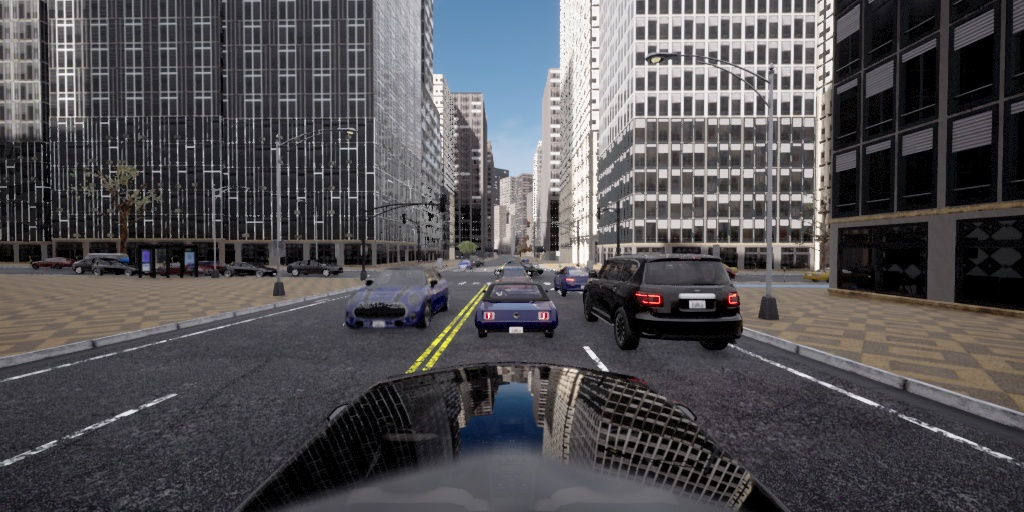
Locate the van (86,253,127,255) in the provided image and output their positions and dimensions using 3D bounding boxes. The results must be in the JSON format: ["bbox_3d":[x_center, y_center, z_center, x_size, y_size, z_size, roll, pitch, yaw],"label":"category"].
[{"bbox_3d":[-45.325,0.603,40.060,3.998,1.789,1.690,0,0,1],"label":"van"}]

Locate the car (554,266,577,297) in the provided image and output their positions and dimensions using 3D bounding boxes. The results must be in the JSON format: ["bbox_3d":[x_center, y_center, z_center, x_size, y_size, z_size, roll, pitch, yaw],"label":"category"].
[{"bbox_3d":[3.333,1.266,18.867,1.812,1.442,4.674,0,0,0],"label":"car"}]

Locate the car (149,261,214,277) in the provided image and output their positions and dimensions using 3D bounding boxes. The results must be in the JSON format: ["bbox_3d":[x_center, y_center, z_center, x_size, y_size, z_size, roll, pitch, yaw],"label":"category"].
[{"bbox_3d":[-28.445,1.137,31.243,4.207,1.307,1.802,0,0,1],"label":"car"}]

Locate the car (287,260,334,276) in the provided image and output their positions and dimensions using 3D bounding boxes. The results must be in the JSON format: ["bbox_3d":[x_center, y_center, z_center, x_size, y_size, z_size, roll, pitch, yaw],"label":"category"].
[{"bbox_3d":[-18.470,1.106,33.738,4.892,1.490,1.837,1,1,1],"label":"car"}]

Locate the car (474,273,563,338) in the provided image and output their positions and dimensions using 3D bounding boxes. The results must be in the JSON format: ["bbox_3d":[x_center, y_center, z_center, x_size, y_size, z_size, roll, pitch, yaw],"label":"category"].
[{"bbox_3d":[0.093,1.347,10.137,1.895,1.301,4.718,0,0,0],"label":"car"}]

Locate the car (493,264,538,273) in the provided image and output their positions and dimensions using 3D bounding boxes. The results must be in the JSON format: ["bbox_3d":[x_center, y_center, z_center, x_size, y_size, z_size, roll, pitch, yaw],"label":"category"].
[{"bbox_3d":[0.085,1.304,18.874,1.994,1.385,4.181,0,0,0],"label":"car"}]

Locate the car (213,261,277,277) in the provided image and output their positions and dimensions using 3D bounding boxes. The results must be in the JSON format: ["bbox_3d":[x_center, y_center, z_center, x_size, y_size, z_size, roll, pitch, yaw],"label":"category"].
[{"bbox_3d":[-22.761,1.172,31.115,4.313,1.339,1.948,0,0,1],"label":"car"}]

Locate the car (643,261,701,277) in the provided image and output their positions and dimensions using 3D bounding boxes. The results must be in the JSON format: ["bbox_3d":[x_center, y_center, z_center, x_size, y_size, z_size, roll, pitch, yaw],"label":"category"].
[{"bbox_3d":[16.141,1.337,36.401,5.008,1.535,1.882,0,1,0],"label":"car"}]

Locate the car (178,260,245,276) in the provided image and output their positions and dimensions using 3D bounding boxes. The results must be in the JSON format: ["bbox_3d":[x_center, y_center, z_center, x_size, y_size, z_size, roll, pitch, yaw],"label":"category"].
[{"bbox_3d":[-28.351,1.112,33.931,4.718,1.301,1.895,1,1,1],"label":"car"}]

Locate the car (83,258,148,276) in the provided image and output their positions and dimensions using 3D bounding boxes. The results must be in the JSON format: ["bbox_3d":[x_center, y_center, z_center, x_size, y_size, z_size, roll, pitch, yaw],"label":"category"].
[{"bbox_3d":[-34.126,1.068,31.410,4.313,1.339,1.948,0,0,1],"label":"car"}]

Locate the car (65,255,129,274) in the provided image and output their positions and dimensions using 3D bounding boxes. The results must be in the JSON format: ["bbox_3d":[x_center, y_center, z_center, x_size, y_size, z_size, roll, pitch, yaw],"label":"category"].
[{"bbox_3d":[-38.789,0.921,34.139,4.892,1.490,1.837,1,1,1],"label":"car"}]

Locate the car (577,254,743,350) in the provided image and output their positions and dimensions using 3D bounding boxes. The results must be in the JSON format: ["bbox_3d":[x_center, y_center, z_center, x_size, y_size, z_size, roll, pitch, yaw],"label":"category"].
[{"bbox_3d":[3.343,0.968,9.175,2.150,2.045,5.566,0,0,0],"label":"car"}]

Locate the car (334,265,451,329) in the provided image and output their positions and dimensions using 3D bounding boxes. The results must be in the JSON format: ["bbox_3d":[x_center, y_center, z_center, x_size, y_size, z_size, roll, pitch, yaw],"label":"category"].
[{"bbox_3d":[-3.294,1.096,11.184,2.097,1.767,4.553,0,0,1],"label":"car"}]

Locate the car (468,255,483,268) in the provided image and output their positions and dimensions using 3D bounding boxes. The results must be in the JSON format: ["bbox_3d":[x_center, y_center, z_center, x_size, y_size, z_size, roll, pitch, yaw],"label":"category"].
[{"bbox_3d":[-6.632,0.922,61.125,2.150,2.045,5.566,0,0,0],"label":"car"}]

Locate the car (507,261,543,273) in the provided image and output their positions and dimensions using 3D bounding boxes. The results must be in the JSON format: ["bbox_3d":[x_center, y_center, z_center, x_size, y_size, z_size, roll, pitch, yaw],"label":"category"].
[{"bbox_3d":[0.566,1.381,32.996,4.718,1.301,1.895,0,1,-37],"label":"car"}]

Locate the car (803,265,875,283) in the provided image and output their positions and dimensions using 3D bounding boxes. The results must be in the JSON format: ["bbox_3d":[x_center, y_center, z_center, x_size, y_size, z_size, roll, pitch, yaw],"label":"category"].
[{"bbox_3d":[27.613,1.577,30.440,4.829,1.417,1.751,0,0,1],"label":"car"}]

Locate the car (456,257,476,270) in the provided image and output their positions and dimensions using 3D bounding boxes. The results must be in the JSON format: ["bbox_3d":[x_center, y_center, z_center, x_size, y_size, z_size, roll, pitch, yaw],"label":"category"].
[{"bbox_3d":[-6.638,1.239,51.162,1.812,1.442,4.674,0,0,-2],"label":"car"}]
